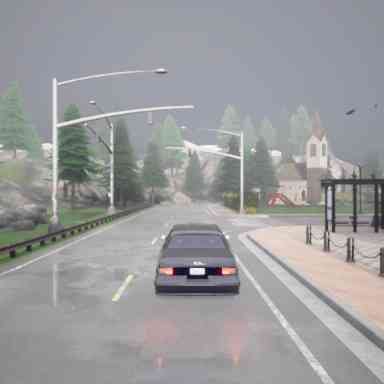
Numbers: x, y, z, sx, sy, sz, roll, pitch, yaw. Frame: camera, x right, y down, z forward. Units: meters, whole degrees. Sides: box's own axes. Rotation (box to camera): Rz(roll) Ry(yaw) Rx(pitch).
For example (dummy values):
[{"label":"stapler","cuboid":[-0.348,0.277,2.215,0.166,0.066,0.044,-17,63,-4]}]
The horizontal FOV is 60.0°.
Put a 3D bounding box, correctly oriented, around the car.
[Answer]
[{"label":"car","cuboid":[0.100,1.547,8.804,2.033,1.411,5.357,0,0,0]}]
